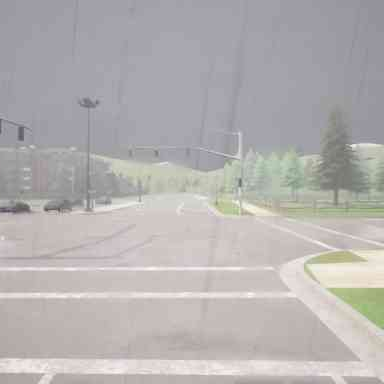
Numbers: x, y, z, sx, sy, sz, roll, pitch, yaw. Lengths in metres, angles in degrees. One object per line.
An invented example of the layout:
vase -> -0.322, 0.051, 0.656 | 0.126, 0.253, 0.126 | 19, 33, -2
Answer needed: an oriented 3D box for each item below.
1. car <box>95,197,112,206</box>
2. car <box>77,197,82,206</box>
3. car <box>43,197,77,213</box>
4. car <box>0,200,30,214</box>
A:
car -> -14.994, 1.525, 56.423 | 1.812, 1.442, 4.674 | 0, 0, 0
car -> -18.522, 1.491, 51.610 | 2.128, 1.511, 4.902 | 0, 0, 0
car -> -15.052, 1.505, 37.594 | 1.837, 1.490, 4.892 | 0, 0, 0
car -> -18.554, 1.563, 34.468 | 1.994, 1.385, 4.181 | 0, 0, 0
